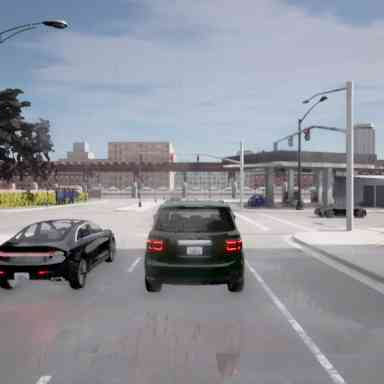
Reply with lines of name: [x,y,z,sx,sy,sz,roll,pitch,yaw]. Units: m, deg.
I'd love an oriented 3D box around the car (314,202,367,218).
car: [12.935,1.555,29.118,4.181,1.385,1.994,0,0,-1]

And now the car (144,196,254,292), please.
car: [0.067,1.219,9.068,2.150,2.045,5.566,0,0,0]

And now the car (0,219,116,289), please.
car: [-3.438,1.489,9.149,2.128,1.511,4.902,0,0,0]

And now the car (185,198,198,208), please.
car: [-0.017,1.585,49.488,1.895,1.301,4.718,0,0,0]

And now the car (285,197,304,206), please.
car: [15.358,1.439,50.032,1.970,1.475,3.806,0,0,0]

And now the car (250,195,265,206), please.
car: [9.614,1.279,49.259,2.242,1.667,4.611,0,0,0]

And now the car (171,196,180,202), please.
car: [-3.644,1.528,74.497,1.994,1.385,4.181,0,0,0]
